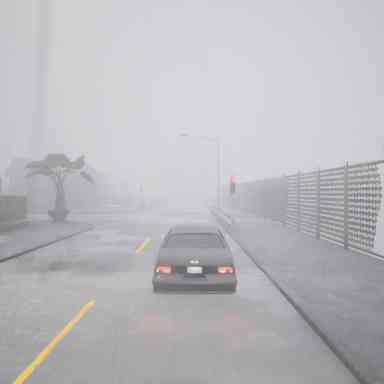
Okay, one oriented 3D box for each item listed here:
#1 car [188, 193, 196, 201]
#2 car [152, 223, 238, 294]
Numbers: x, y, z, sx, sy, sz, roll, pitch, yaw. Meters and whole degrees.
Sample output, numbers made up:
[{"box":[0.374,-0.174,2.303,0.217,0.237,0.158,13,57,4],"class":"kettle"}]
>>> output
[{"box":[0.065,1.225,87.015,2.150,2.045,5.566,0,0,0],"class":"car"},{"box":[0.070,1.547,8.911,2.033,1.411,5.357,0,0,1],"class":"car"}]
